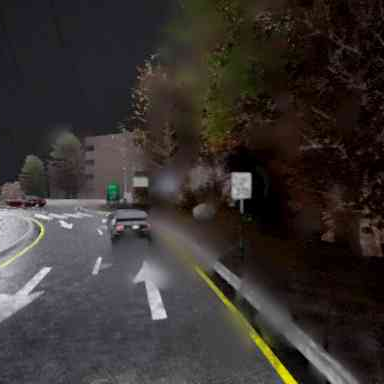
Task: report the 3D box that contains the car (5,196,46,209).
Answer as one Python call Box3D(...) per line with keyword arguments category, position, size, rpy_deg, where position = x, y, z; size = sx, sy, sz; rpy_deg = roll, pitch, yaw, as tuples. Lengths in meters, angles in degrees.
Box3D(category="car", position=(-17.055, 1.034, 33.922), size=(4.718, 1.301, 1.895), rpy_deg=(0, -1, 34))

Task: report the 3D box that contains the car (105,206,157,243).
Box3D(category="car", position=(-2.895, 1.362, 15.244), size=(2.033, 1.411, 5.357), rpy_deg=(0, 1, -17))
